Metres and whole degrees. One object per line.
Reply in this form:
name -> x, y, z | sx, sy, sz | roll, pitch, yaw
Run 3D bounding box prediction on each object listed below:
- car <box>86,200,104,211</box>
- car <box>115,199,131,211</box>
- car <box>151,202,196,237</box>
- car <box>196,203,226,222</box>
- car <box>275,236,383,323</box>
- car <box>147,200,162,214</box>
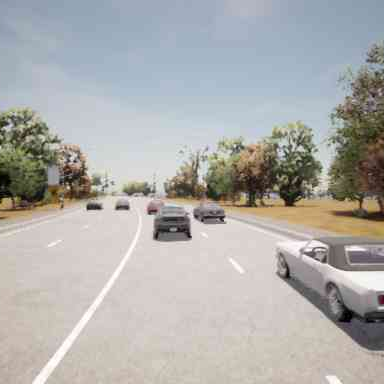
car -> -12.374, 1.631, 42.377 | 1.895, 1.301, 4.718 | 0, 0, -11
car -> -8.756, 1.573, 42.116 | 2.033, 1.411, 5.357 | 0, 0, -11
car -> -1.132, 1.512, 17.982 | 1.837, 1.490, 4.892 | 0, 0, -6
car -> 1.288, 1.552, 26.597 | 2.033, 1.411, 5.357 | 0, 0, -9
car -> 3.308, 1.594, 7.163 | 1.895, 1.301, 4.718 | 0, 0, -3
car -> -3.798, 1.580, 35.634 | 1.994, 1.385, 4.181 | 0, 0, -10
